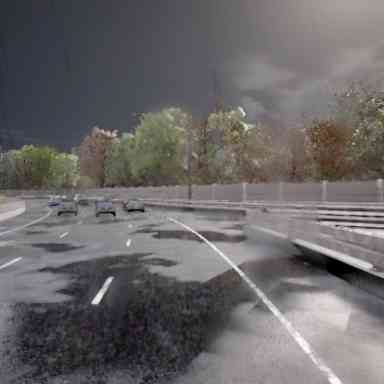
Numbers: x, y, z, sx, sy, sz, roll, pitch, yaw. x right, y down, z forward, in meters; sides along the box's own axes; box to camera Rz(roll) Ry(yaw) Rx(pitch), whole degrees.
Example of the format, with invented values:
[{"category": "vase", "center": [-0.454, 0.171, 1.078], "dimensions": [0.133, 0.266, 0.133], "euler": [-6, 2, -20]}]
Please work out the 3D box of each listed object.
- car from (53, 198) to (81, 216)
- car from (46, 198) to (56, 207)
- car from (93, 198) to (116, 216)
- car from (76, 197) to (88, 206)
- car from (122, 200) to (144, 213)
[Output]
[{"category": "car", "center": [-12.662, 1.616, 33.959], "dimensions": [2.033, 1.411, 5.357], "euler": [0, 0, -20]}, {"category": "car", "center": [-22.905, 1.688, 55.350], "dimensions": [1.994, 1.385, 4.181], "euler": [0, 0, -31]}, {"category": "car", "center": [-8.652, 1.593, 32.928], "dimensions": [2.033, 1.411, 5.357], "euler": [0, 0, -18]}, {"category": "car", "center": [-18.560, 1.605, 54.909], "dimensions": [1.837, 1.490, 4.892], "euler": [0, 0, -30]}, {"category": "car", "center": [-6.691, 1.599, 37.619], "dimensions": [1.994, 1.385, 4.181], "euler": [0, 0, -20]}]
